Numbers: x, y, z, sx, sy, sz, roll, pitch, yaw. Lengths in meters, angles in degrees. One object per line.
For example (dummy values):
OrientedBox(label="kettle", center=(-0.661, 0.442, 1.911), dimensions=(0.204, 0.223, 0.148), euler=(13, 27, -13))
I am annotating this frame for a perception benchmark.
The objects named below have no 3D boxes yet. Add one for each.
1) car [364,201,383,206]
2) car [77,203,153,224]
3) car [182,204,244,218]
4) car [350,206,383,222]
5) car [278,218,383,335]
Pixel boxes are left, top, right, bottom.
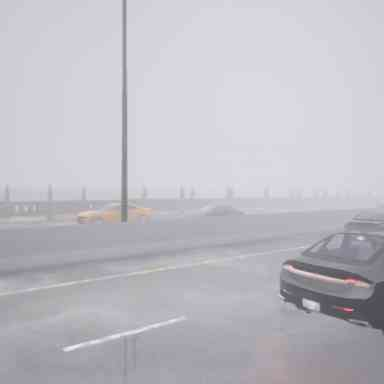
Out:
OrientedBox(label="car", center=(16.153, 1.527, 28.771), dimensions=(4.674, 1.442, 1.812), euler=(0, 0, -37))
OrientedBox(label="car", center=(-5.000, 1.478, 21.930), dimensions=(5.008, 1.535, 1.882), euler=(0, 0, -36))
OrientedBox(label="car", center=(1.484, 1.526, 22.268), dimensions=(4.674, 1.442, 1.812), euler=(0, 0, -36))
OrientedBox(label="car", center=(8.335, 1.505, 14.026), dimensions=(4.892, 1.490, 1.837), euler=(0, 0, -36))
OrientedBox(label="car", center=(3.777, 1.492, 6.440), dimensions=(4.902, 1.511, 2.128), euler=(0, 0, -35))
